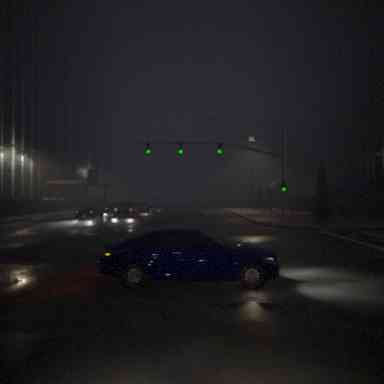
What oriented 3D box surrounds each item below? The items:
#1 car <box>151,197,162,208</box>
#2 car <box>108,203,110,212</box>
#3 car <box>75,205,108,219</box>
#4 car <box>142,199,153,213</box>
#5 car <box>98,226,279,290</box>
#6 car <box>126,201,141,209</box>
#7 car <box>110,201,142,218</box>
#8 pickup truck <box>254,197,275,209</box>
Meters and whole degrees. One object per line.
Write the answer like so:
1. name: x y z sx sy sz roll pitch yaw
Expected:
1. car: -7.012 2.077 64.405 2.150 2.045 5.566 0 -1 0
2. car: -10.590 2.111 45.517 1.837 1.490 4.892 0 -1 0
3. car: -10.595 2.064 34.784 1.895 1.301 4.718 0 -1 0
4. car: -7.089 2.103 46.978 1.882 1.535 5.008 0 -1 0
5. car: -0.091 1.646 8.845 4.674 1.442 1.812 0 -1 1
6. car: -10.541 2.402 60.257 1.895 1.301 4.718 0 -1 1
7. car: -7.094 1.834 36.205 2.097 1.767 4.553 0 -1 0
8. pickup truck: 13.129 1.847 59.217 2.390 2.098 6.274 0 -1 31
